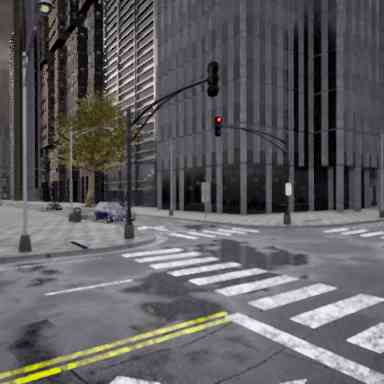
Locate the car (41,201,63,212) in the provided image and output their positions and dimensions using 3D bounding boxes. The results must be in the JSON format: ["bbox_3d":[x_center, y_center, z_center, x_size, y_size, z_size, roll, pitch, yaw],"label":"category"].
[{"bbox_3d":[-18.799,1.959,44.577,1.994,1.385,4.181,0,0,-35],"label":"car"}]

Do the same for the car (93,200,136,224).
[{"bbox_3d":[-6.320,1.540,26.967,2.097,1.767,4.553,0,0,-35],"label":"car"}]
